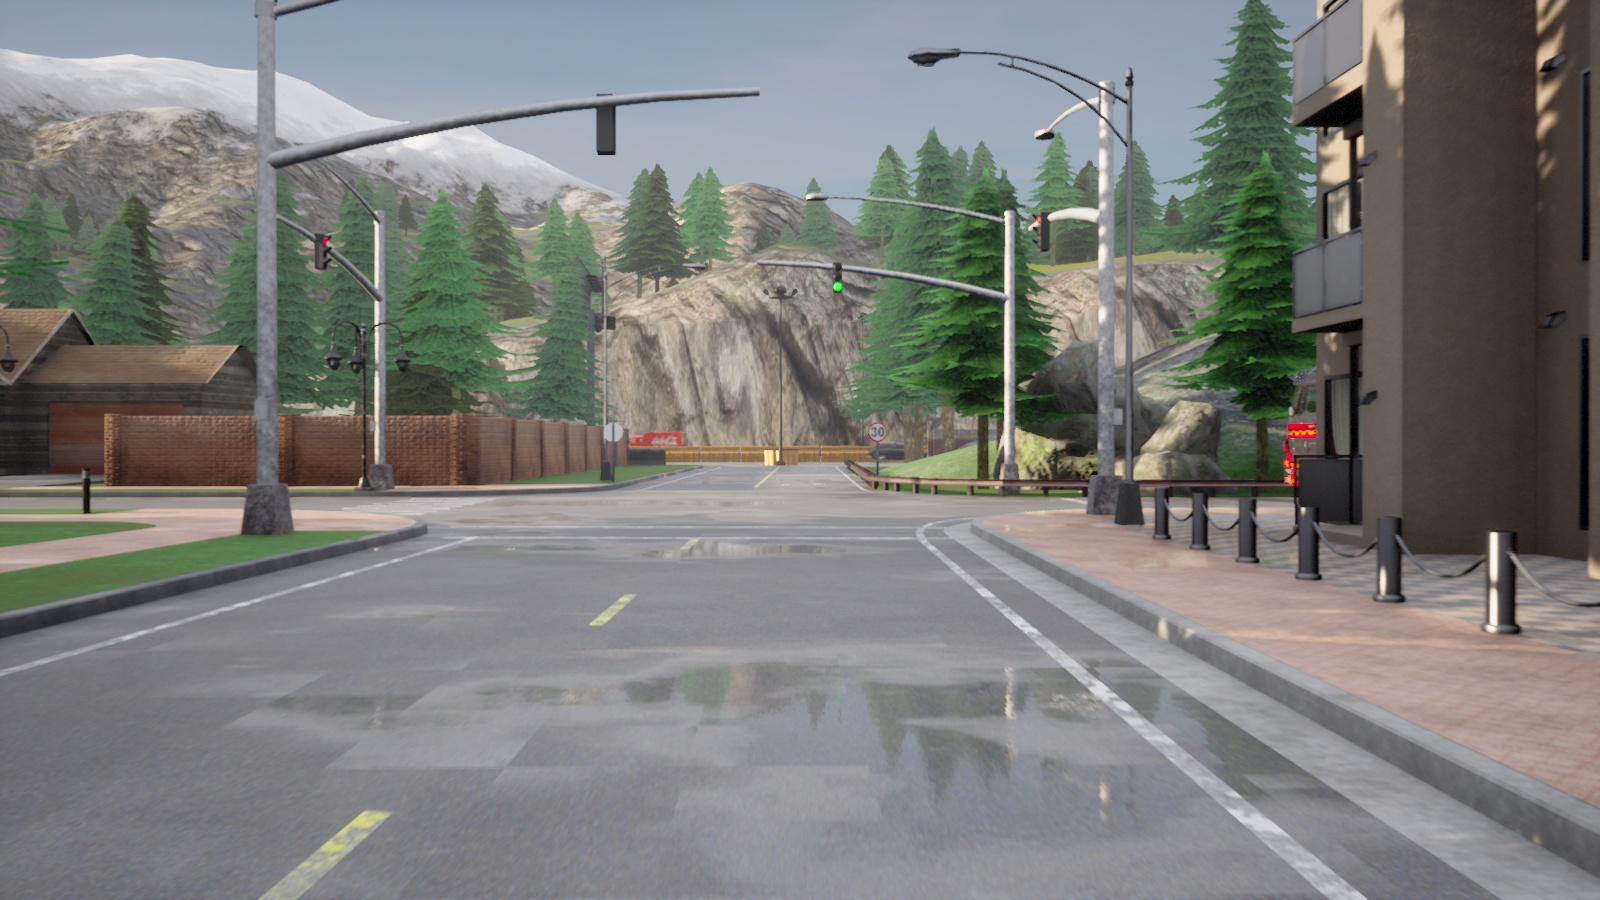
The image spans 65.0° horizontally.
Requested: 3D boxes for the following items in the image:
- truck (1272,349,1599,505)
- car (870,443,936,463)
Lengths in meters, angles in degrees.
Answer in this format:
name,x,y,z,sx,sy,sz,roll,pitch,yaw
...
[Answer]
name,x,y,z,sx,sy,sz,roll,pitch,yaw
truck,16.905,-0.571,32.275,8.468,3.827,2.891,0,0,0
car,7.836,0.238,95.574,4.892,1.490,1.837,0,0,-1
